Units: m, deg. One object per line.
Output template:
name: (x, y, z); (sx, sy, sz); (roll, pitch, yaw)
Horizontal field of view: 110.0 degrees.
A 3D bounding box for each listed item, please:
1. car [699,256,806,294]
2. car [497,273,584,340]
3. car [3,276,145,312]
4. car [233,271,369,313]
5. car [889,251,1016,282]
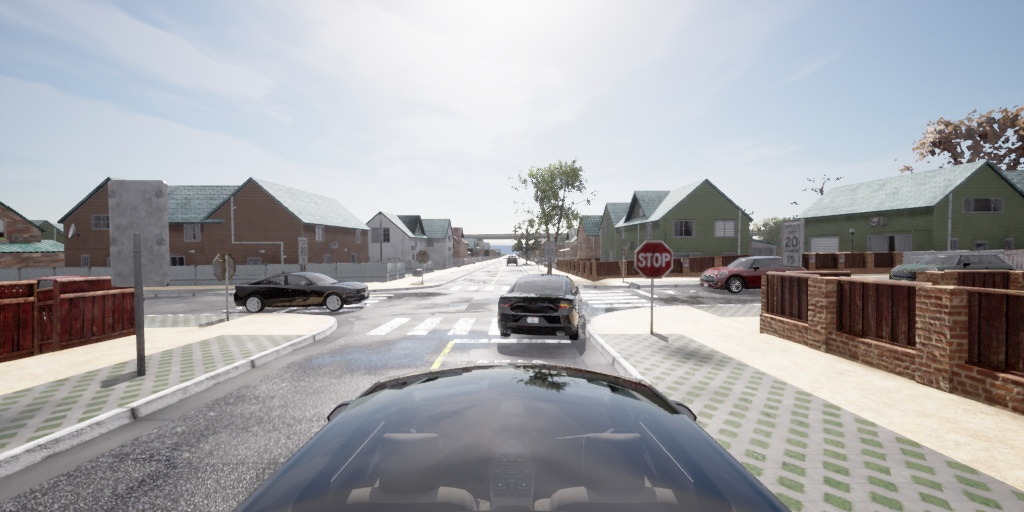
car: (11.814, 0.821, 17.712); (4.553, 1.767, 2.097); (-1, 2, 0)
car: (0.961, 1.225, 10.107); (1.882, 1.535, 5.008); (0, 0, 12)
car: (-18.015, 1.547, 14.580); (5.008, 1.535, 1.882); (-1, 2, 0)
car: (-8.462, 1.377, 14.638); (5.008, 1.535, 1.882); (-1, 2, 0)
car: (21.709, 0.646, 17.779); (4.553, 1.767, 2.097); (-1, 2, 0)
